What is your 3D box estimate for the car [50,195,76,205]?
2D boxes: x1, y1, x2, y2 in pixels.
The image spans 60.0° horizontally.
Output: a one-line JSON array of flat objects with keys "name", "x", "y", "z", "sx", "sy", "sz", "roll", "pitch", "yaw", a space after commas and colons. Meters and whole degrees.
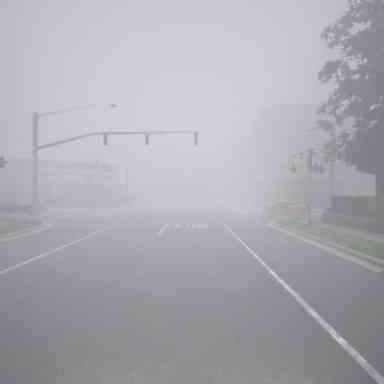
[{"name": "car", "x": -23.332, "y": 1.440, "z": 58.028, "sx": 4.611, "sy": 1.667, "sz": 2.242, "roll": 0, "pitch": 0, "yaw": 1}]

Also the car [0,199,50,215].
[{"name": "car", "x": -17.261, "y": 1.566, "z": 33.271, "sx": 4.718, "sy": 1.301, "sz": 1.895, "roll": 0, "pitch": 0, "yaw": 0}]

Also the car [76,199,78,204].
[{"name": "car", "x": -24.051, "y": 1.615, "z": 63.778, "sx": 3.806, "sy": 1.475, "sz": 1.970, "roll": 0, "pitch": 0, "yaw": 1}]

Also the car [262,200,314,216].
[{"name": "car", "x": 9.531, "y": 1.569, "z": 33.067, "sx": 5.008, "sy": 1.535, "sz": 1.882, "roll": 0, "pitch": 0, "yaw": 0}]
